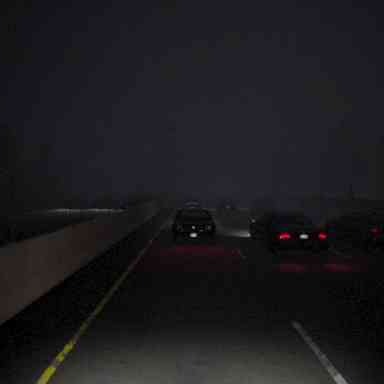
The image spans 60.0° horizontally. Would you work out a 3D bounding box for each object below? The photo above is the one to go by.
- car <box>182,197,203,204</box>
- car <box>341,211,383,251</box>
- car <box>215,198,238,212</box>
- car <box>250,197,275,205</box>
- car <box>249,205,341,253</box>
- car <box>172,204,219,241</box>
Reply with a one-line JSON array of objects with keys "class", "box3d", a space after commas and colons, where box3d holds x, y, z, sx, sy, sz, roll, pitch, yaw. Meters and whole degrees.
[{"class": "car", "box3d": [0.027, 1.272, 33.483, 2.128, 1.511, 4.902, 0, 0, 0]}, {"class": "car", "box3d": [7.070, 1.474, 13.651, 1.994, 1.385, 4.181, 0, 0, 0]}, {"class": "car", "box3d": [3.511, 1.300, 34.540, 1.812, 1.442, 4.674, 0, 0, 0]}, {"class": "car", "box3d": [7.027, 1.272, 33.485, 2.128, 1.511, 4.902, 0, 0, 0]}, {"class": "car", "box3d": [3.572, 1.461, 13.142, 2.033, 1.411, 5.357, 0, 0, 0]}, {"class": "car", "box3d": [0.065, 1.495, 16.112, 1.895, 1.301, 4.718, 0, 0, 0]}]
